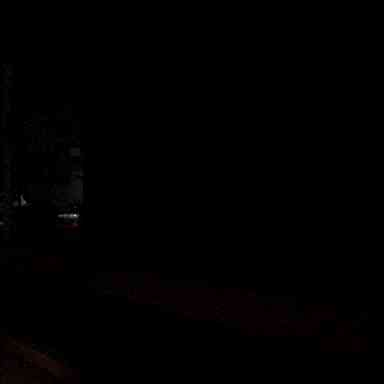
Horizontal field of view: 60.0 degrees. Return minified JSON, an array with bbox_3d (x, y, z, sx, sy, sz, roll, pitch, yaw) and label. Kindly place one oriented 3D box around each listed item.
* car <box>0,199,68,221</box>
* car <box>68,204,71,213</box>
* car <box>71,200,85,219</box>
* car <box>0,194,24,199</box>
[{"bbox_3d":[-13.128,1.526,27.613,1.812,1.442,4.674,0,0,34],"label":"car"},{"bbox_3d":[-11.613,1.526,36.329,1.812,1.442,4.674,0,0,31],"label":"car"},{"bbox_3d":[-6.120,1.491,25.005,2.128,1.511,4.902,0,0,34],"label":"car"},{"bbox_3d":[-16.963,1.221,28.169,2.150,2.045,5.566,0,0,35],"label":"car"}]
